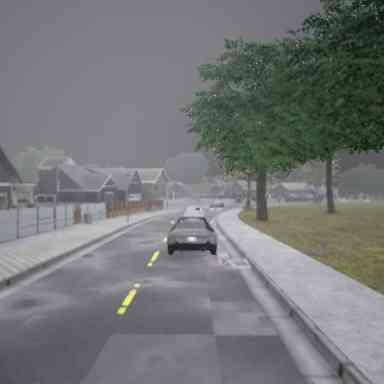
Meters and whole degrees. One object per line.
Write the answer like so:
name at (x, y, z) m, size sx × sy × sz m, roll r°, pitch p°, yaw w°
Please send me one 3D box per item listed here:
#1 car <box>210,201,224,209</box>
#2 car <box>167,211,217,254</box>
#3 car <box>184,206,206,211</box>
car at (5.029, 2.473, 65.361) m, size 1.812 × 1.442 × 4.674 m, roll 0°, pitch -1°, yaw 20°
car at (0.006, 1.730, 14.271) m, size 1.994 × 1.385 × 4.181 m, roll 0°, pitch -1°, yaw 0°
car at (0.274, 1.923, 29.310) m, size 1.812 × 1.442 × 4.674 m, roll 0°, pitch -1°, yaw 4°
